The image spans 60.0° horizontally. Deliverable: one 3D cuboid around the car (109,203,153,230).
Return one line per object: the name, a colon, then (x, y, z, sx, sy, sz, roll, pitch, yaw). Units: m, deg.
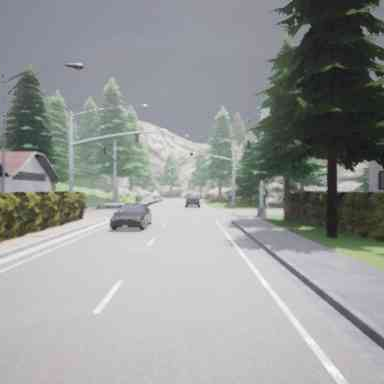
car: (-3.505, 1.402, 20.096, 2.033, 1.411, 5.357, 0, 0, 0)

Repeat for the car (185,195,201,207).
car: (0.095, 1.184, 44.387, 1.837, 1.490, 4.892, 0, 1, 0)
